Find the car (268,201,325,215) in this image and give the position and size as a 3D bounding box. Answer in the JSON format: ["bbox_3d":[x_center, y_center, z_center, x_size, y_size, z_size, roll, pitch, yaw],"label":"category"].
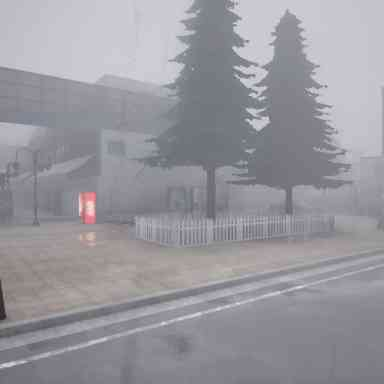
[{"bbox_3d":[9.582,1.532,30.796,2.033,1.411,5.357,0,0,-34],"label":"car"}]

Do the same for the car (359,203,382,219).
[{"bbox_3d":[16.261,1.462,27.139,1.882,1.535,5.008,-1,1,-36],"label":"car"}]
